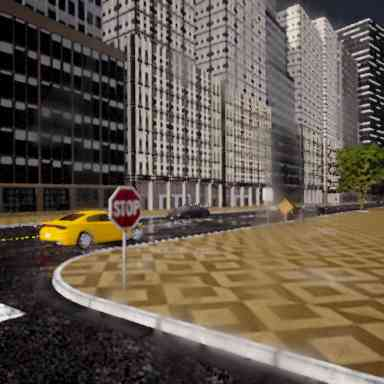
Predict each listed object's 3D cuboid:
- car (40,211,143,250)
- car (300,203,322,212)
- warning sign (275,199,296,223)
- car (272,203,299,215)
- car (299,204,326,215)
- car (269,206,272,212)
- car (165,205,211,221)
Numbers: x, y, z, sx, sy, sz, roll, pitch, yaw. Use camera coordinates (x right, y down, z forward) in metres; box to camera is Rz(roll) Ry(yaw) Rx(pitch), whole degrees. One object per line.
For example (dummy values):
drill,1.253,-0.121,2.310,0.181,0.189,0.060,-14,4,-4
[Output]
car,-4.355,1.611,15.272,1.882,1.535,5.008,-1,-2,33
car,18.944,2.480,52.803,1.895,1.301,4.718,-1,-1,36
warning sign,7.558,1.487,26.830,1.300,1.860,1.060,0,0,36
car,12.910,2.216,44.459,1.837,1.490,4.892,-1,-1,37
car,15.777,2.251,42.862,1.994,1.385,4.181,-1,-1,36
car,13.265,2.426,50.535,1.895,1.301,4.718,-1,-1,36
car,-0.250,2.004,32.179,2.033,1.411,5.357,-1,-1,36
